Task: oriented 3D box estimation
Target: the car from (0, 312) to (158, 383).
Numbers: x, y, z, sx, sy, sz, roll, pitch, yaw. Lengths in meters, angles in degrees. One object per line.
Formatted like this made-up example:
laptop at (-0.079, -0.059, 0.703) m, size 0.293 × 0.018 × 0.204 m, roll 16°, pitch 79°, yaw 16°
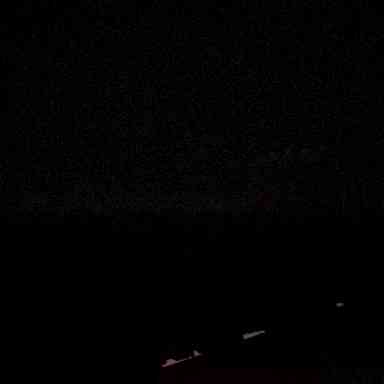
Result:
car at (-2.362, 1.494, 1.262) m, size 4.892 × 1.490 × 1.837 m, roll 1°, pitch 0°, yaw -36°
